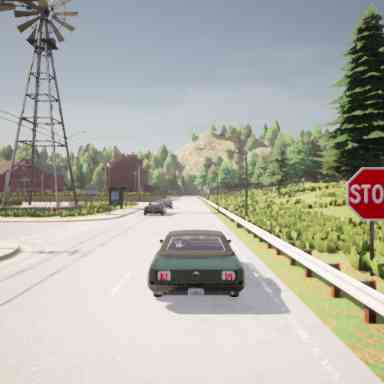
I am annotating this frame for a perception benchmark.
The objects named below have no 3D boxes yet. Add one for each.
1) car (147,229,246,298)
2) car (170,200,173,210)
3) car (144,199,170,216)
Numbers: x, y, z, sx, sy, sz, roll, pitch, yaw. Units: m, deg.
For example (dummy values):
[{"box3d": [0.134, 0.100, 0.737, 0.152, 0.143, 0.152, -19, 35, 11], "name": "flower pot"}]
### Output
[{"box3d": [0.089, 1.600, 8.485, 1.895, 1.301, 4.718, 0, 0, 0], "name": "car"}, {"box3d": [-3.533, 1.562, 43.690, 1.994, 1.385, 4.181, 0, 0, 1], "name": "car"}, {"box3d": [-3.580, 1.599, 32.823, 1.895, 1.301, 4.718, 0, 0, 0], "name": "car"}]
